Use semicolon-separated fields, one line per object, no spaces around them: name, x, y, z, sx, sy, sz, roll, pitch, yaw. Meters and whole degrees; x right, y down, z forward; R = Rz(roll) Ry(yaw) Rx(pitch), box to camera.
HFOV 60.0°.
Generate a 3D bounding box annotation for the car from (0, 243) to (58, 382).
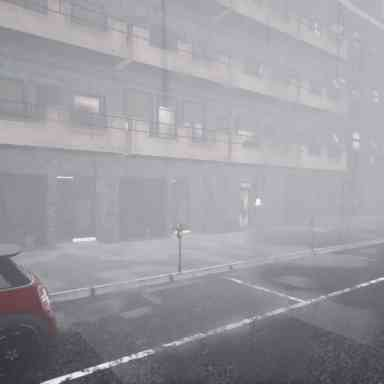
car;-3.850;1.440;3.805;4.097;1.590;1.967;0;0;-35
